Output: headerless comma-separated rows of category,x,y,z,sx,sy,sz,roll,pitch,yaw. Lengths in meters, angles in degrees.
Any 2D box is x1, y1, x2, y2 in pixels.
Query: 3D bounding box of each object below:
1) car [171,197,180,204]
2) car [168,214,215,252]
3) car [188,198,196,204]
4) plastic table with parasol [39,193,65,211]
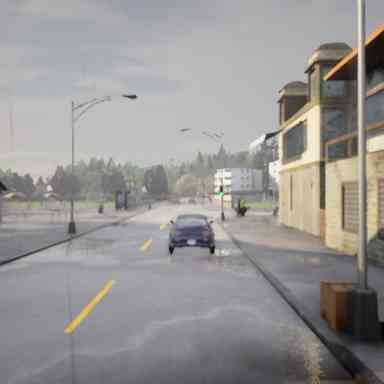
car,-4.044,2.121,83.202,2.097,1.767,4.553,0,-1,0
car,-0.004,1.660,14.364,1.812,1.442,4.674,0,0,0
car,-0.043,2.184,80.734,2.033,1.411,5.357,0,-1,0
plastic table with parasol,-19.193,1.350,45.605,2.482,2.480,2.482,0,-1,0
